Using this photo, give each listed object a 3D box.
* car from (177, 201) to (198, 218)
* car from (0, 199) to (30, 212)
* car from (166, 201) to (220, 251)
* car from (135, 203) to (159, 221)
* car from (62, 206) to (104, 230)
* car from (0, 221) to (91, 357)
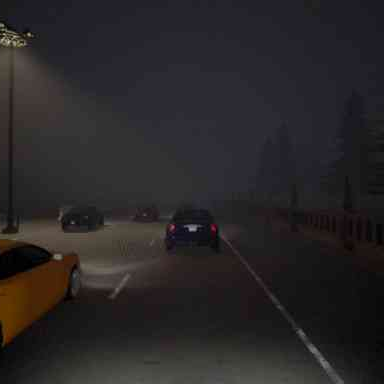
[{"bbox_3d":[-0.489,1.686,33.327,1.882,1.535,5.008,0,0,-1],"label":"car"},{"bbox_3d":[-21.774,1.588,41.044,1.812,1.442,4.674,0,0,-1],"label":"car"},{"bbox_3d":[-0.014,1.445,14.706,2.097,1.767,4.553,0,0,-1],"label":"car"},{"bbox_3d":[-3.907,1.710,29.312,1.812,1.442,4.674,0,0,-2],"label":"car"},{"bbox_3d":[-7.210,1.666,22.258,1.812,1.442,4.674,0,0,-2],"label":"car"},{"bbox_3d":[-3.403,1.513,5.460,1.882,1.535,5.008,0,0,0],"label":"car"}]
